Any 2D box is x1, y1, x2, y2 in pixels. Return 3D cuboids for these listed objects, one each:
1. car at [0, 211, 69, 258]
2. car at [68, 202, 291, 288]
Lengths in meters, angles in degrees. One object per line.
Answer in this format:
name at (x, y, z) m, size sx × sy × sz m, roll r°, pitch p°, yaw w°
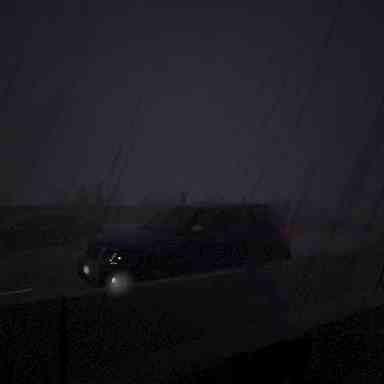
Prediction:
car at (-5.801, 1.524, 12.740) m, size 4.892 × 1.490 × 1.837 m, roll 1°, pitch -1°, yaw -35°
car at (0.120, 1.283, 8.362) m, size 5.566 × 2.045 × 2.150 m, roll 1°, pitch -1°, yaw -35°
